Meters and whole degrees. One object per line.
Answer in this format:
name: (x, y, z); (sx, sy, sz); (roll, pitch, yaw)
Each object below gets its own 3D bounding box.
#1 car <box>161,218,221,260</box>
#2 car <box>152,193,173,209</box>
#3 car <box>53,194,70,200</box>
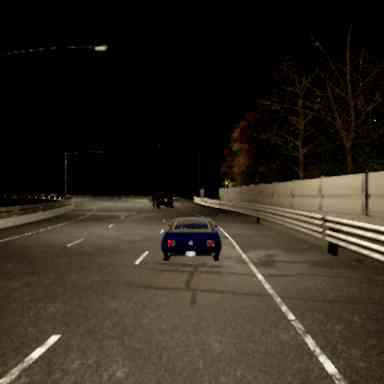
car: (0.000, 1.599, 12.390); (1.895, 1.301, 4.718); (0, 0, 1)
car: (-4.069, 1.203, 45.546); (2.150, 2.045, 5.566); (0, 0, -16)
car: (-33.260, 1.414, 85.622); (2.128, 1.511, 4.902); (0, 0, -41)
